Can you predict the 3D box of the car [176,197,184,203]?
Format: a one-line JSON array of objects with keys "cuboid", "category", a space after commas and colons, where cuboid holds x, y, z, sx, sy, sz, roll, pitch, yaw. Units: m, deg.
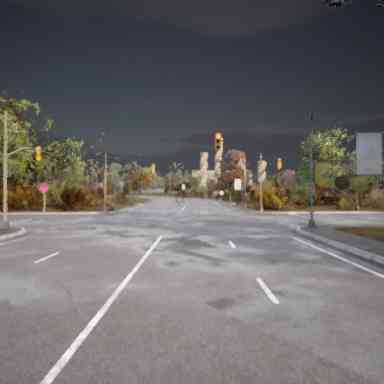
[{"cuboid": [-3.024, 1.947, 81.800, 2.128, 1.511, 4.902, 0, 1, 0], "category": "car"}]
